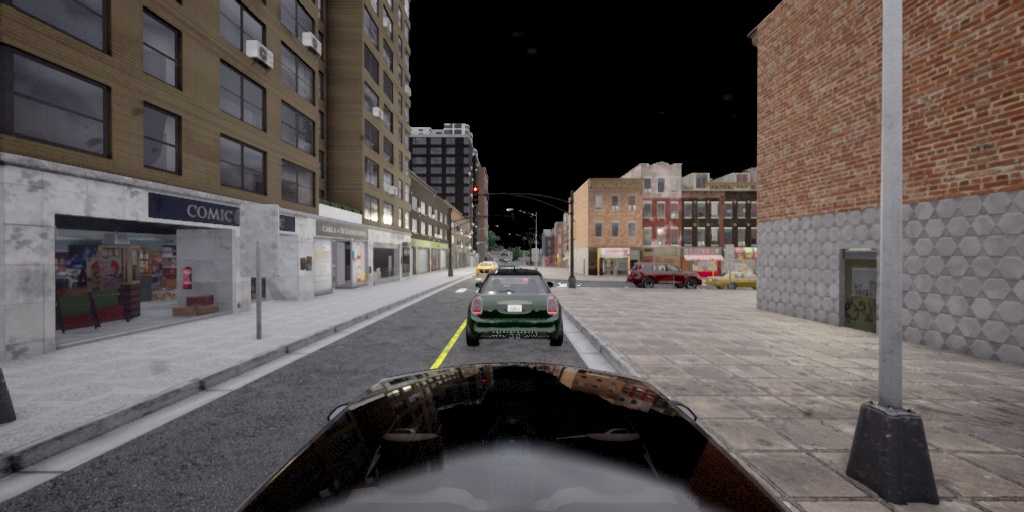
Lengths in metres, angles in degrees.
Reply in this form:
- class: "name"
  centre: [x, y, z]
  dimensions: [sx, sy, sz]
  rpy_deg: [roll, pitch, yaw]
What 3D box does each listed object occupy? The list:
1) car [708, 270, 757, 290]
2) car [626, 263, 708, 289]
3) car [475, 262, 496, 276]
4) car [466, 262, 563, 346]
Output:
- class: "car"
  centre: [16.459, 1.717, 25.591]
  dimensions: [4.829, 1.417, 1.751]
  rpy_deg: [0, 0, 0]
- class: "car"
  centre: [10.744, 1.405, 25.589]
  dimensions: [5.009, 1.841, 2.192]
  rpy_deg: [0, 0, 0]
- class: "car"
  centre: [-2.928, 1.419, 40.754]
  dimensions: [1.882, 1.535, 5.008]
  rpy_deg: [0, -1, 1]
- class: "car"
  centre: [0.062, 1.106, 9.545]
  dimensions: [2.097, 1.767, 4.553]
  rpy_deg: [0, 0, 0]
